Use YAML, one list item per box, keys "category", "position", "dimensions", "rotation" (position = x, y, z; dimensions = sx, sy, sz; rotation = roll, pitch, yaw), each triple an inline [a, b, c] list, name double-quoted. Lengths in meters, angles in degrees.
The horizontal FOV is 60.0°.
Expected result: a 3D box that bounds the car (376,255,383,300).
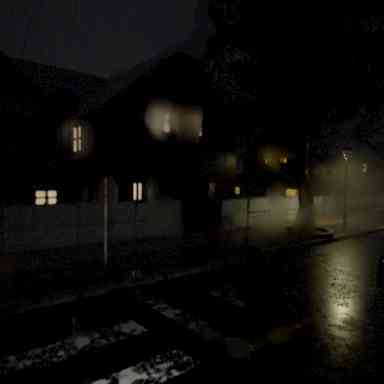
- category: "car"
  position: [5.465, 1.413, 6.752]
  dimensions: [4.902, 1.511, 2.128]
  rotation: [-1, 3, -41]
